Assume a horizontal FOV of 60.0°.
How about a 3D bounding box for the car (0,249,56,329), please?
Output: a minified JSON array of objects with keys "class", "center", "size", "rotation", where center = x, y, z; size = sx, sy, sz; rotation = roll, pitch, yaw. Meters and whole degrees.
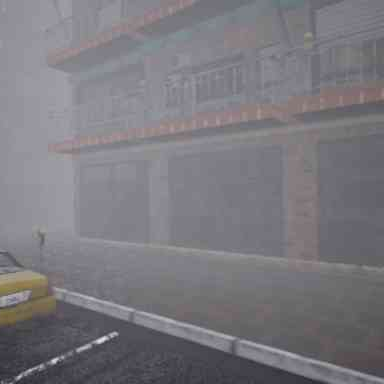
[{"class":"car","center":[-4.522,1.563,6.285],"size":[4.829,1.417,1.752],"rotation":[0,-1,36]}]
